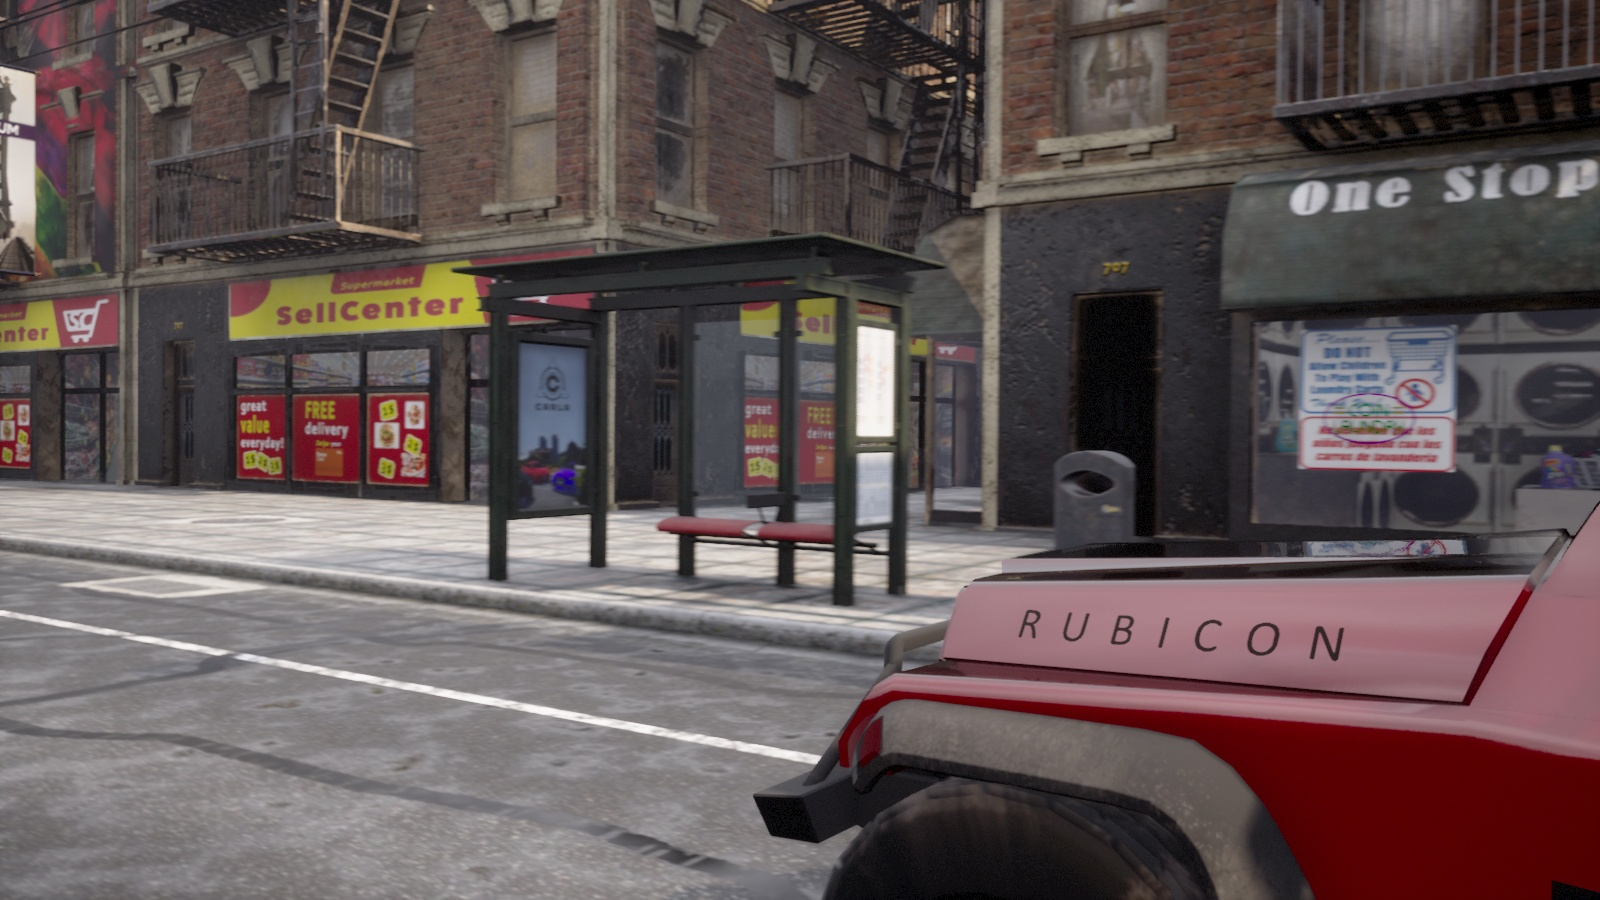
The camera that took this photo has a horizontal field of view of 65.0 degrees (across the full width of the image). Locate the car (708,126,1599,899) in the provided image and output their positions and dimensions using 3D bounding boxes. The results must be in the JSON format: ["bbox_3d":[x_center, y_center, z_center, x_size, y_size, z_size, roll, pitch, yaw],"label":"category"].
[{"bbox_3d":[1.957,0.478,2.319,3.866,1.878,1.905,0,1,34],"label":"car"}]
